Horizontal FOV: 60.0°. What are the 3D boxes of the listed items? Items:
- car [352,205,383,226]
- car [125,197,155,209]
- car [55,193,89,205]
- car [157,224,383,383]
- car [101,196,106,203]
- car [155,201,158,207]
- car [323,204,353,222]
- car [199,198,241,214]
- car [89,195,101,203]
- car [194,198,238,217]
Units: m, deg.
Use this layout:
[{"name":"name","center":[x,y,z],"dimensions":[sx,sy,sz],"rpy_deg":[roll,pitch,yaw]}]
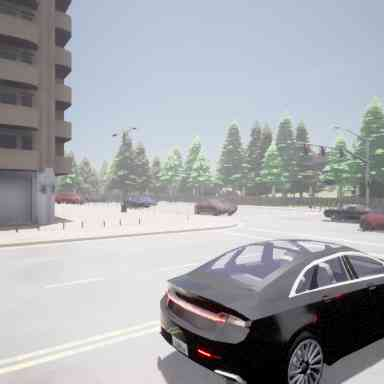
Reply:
[{"name":"car","center":[11.332,1.543,17.934],"dimensions":[1.994,1.385,4.181],"rpy_deg":[0,0,-35]},{"name":"car","center":[-7.355,1.545,44.606],"dimensions":[1.895,1.301,4.718],"rpy_deg":[0,0,-37]},{"name":"car","center":[-20.899,1.173,56.944],"dimensions":[5.566,2.045,2.150],"rpy_deg":[0,0,26]},{"name":"car","center":[1.847,1.492,5.103],"dimensions":[4.902,1.511,2.128],"rpy_deg":[0,0,-35]},{"name":"car","center":[-19.981,1.447,67.770],"dimensions":[4.902,1.511,2.128],"rpy_deg":[0,0,18]},{"name":"car","center":[-6.957,1.470,49.681],"dimensions":[1.812,1.442,4.674],"rpy_deg":[0,0,-41]},{"name":"car","center":[11.822,1.550,23.383],"dimensions":[1.895,1.301,4.718],"rpy_deg":[-1,1,-35]},{"name":"car","center":[2.944,1.449,36.175],"dimensions":[1.837,1.490,4.892],"rpy_deg":[0,0,-35]},{"name":"car","center":[-19.439,1.228,60.126],"dimensions":[5.008,1.535,1.882],"rpy_deg":[0,0,26]},{"name":"car","center":[2.006,1.470,31.404],"dimensions":[1.812,1.442,4.674],"rpy_deg":[0,0,-35]}]
